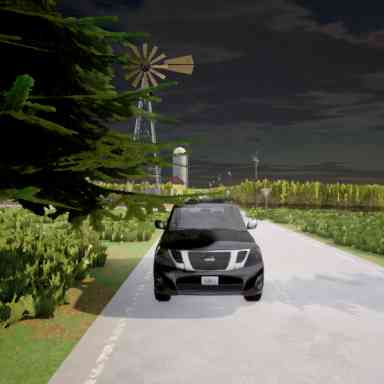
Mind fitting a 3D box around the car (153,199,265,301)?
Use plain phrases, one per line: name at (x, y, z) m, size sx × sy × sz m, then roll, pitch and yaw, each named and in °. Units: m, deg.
car at (0.333, 1.221, 8.675) m, size 2.150 × 2.045 × 5.566 m, roll 0°, pitch 0°, yaw 0°
